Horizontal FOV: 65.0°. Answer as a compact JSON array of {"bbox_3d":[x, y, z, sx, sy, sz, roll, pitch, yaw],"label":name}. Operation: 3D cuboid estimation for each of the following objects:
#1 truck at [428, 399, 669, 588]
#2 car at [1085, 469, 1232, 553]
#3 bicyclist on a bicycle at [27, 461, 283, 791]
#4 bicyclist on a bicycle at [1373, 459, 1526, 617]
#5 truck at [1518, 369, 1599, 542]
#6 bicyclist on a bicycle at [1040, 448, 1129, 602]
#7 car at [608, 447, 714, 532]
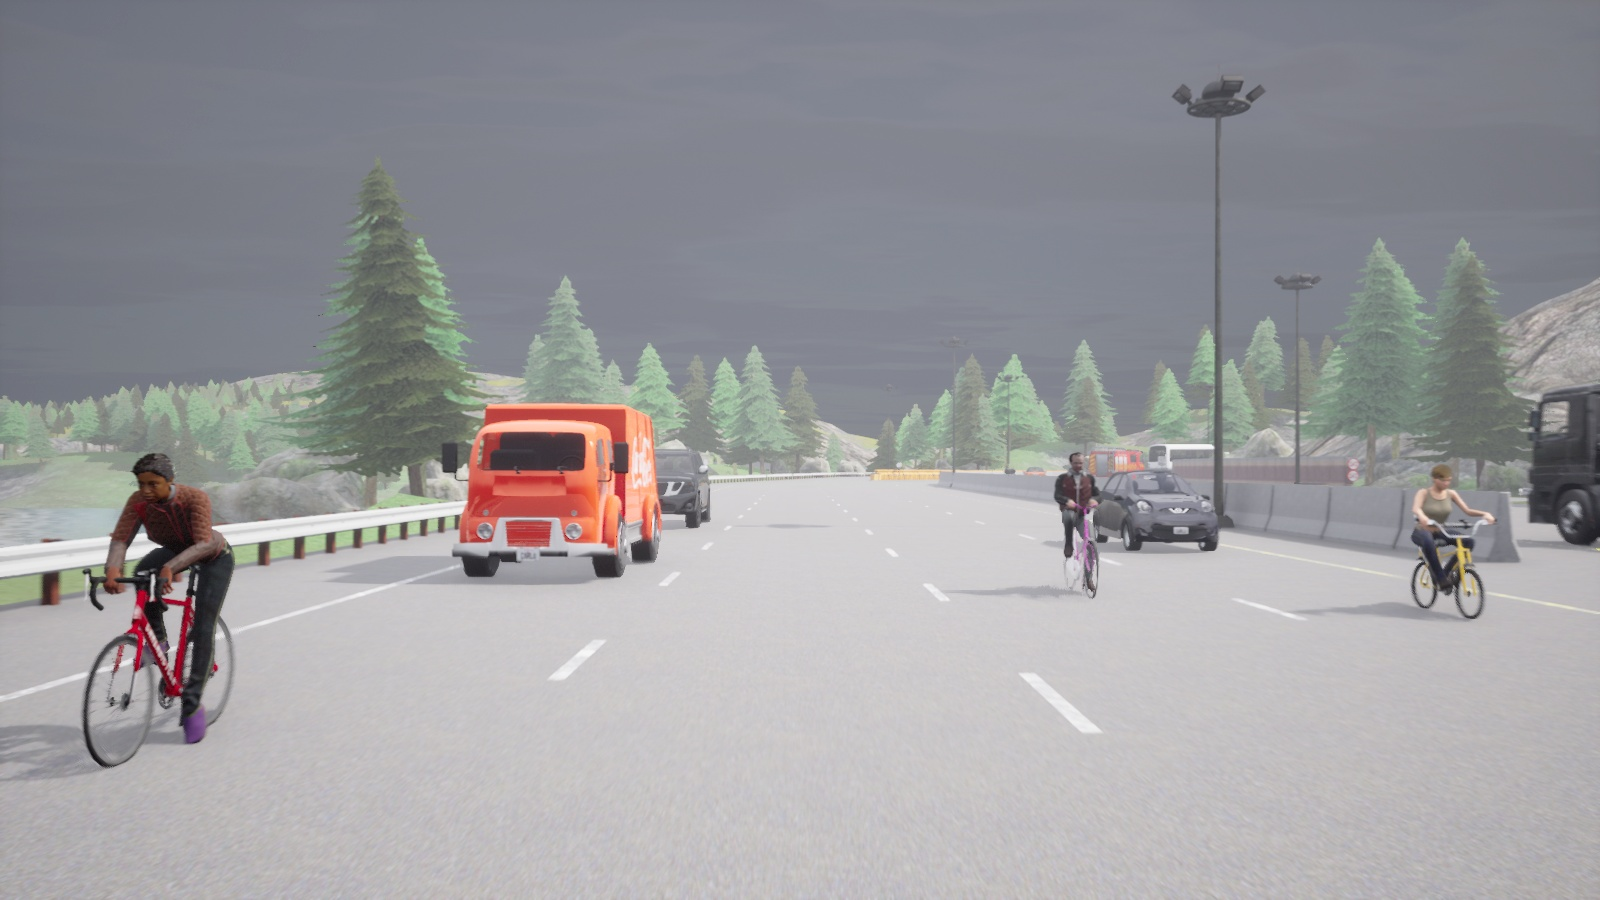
[{"bbox_3d":[-3.549,0.597,18.993,2.627,2.467,5.204,0,-1,0],"label":"truck"},{"bbox_3d":[6.941,1.133,24.707,1.845,1.501,3.633,0,0,0],"label":"car"},{"bbox_3d":[-3.517,0.873,7.013,0.582,1.620,1.656,0,0,0],"label":"bicyclist on a bicycle"},{"bbox_3d":[6.971,0.905,13.568,0.866,1.612,1.509,0,-1,0],"label":"bicyclist on a bicycle"},{"bbox_3d":[17.438,0.088,23.969,2.891,3.462,7.936,0,-1,0],"label":"truck"},{"bbox_3d":[3.462,0.879,15.438,0.659,1.776,1.843,0,-1,0],"label":"bicyclist on a bicycle"},{"bbox_3d":[-3.587,1.003,33.427,2.150,2.045,5.566,0,-1,0],"label":"car"}]
